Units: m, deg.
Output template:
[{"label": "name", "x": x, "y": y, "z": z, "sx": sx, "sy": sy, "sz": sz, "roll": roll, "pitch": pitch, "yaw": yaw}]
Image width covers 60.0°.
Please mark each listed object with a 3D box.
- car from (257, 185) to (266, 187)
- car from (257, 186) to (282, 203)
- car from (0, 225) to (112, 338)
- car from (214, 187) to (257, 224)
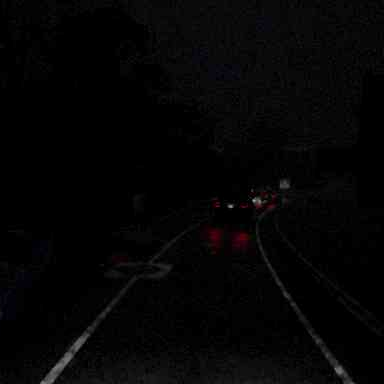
[{"label": "car", "x": 10.455, "y": -0.165, "z": 49.694, "sx": 2.097, "sy": 1.767, "sz": 4.553, "roll": 4, "pitch": 4, "yaw": 32}, {"label": "car", "x": 9.903, "y": 0.427, "z": 41.137, "sx": 1.801, "sy": 1.575, "sz": 5.366, "roll": 3, "pitch": 4, "yaw": 26}, {"label": "car", "x": -3.242, "y": 1.449, "z": 6.932, "sx": 2.033, "sy": 1.411, "sz": 5.357, "roll": 0, "pitch": 1, "yaw": 4}, {"label": "car", "x": 2.854, "y": 0.853, "z": 21.871, "sx": 2.150, "sy": 2.045, "sz": 5.566, "roll": 1, "pitch": 2, "yaw": 13}]
